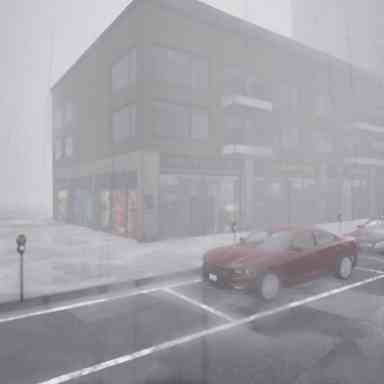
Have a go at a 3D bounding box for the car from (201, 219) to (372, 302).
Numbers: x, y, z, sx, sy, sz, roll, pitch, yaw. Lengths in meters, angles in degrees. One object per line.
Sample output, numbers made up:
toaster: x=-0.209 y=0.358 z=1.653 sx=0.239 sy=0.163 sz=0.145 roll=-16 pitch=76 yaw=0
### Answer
car: x=2.266 y=1.497 z=8.151 sx=4.507 sy=1.381 sz=1.887 roll=-1 pitch=0 yaw=-36

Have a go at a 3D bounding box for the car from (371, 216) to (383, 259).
car: x=6.762 y=1.494 z=11.362 sx=4.206 sy=1.307 sz=1.802 roll=-1 pitch=0 yaw=-36
